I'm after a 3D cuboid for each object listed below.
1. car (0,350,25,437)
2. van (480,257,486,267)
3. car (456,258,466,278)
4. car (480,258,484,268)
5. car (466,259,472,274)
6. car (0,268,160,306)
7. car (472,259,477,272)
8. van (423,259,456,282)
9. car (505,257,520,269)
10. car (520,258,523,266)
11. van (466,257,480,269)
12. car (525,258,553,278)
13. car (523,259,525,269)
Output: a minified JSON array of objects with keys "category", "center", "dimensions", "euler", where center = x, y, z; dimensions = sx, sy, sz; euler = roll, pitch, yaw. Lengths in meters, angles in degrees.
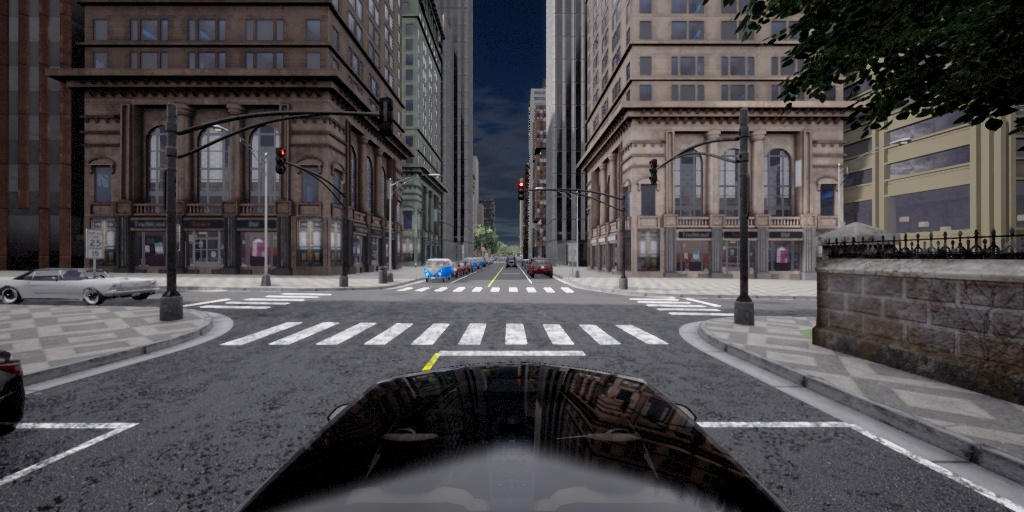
[{"category":"car","center":[-5.762,1.316,1.786],"dimensions":[1.948,1.339,4.313],"euler":[0,0,0]},{"category":"van","center":[-5.876,1.148,61.090],"dimensions":[1.690,1.789,3.998],"euler":[0,0,0]},{"category":"car","center":[-5.824,1.209,33.884],"dimensions":[1.967,1.591,4.097],"euler":[0,0,0]},{"category":"car","center":[-5.866,1.344,55.649],"dimensions":[1.888,1.381,4.507],"euler":[0,0,0]},{"category":"car","center":[-5.834,1.321,39.324],"dimensions":[1.888,1.381,4.507],"euler":[0,0,0]},{"category":"car","center":[-16.564,1.119,13.688],"dimensions":[4.718,1.301,1.895],"euler":[1,0,0]},{"category":"car","center":[-5.845,1.349,44.766],"dimensions":[1.948,1.339,4.313],"euler":[0,0,0]},{"category":"van","center":[-5.814,1.104,28.443],"dimensions":[1.690,1.789,3.998],"euler":[0,0,0]},{"category":"car","center":[-0.058,1.310,59.099],"dimensions":[1.837,1.490,4.892],"euler":[0,0,1]},{"category":"car","center":[2.660,1.350,55.672],"dimensions":[2.007,1.370,4.403],"euler":[0,0,0]},{"category":"van","center":[-5.855,1.132,50.207],"dimensions":[1.690,1.789,3.998],"euler":[0,0,0]},{"category":"car","center":[2.701,1.084,33.909],"dimensions":[2.192,1.841,5.009],"euler":[0,0,0]},{"category":"car","center":[2.691,1.090,39.350],"dimensions":[2.192,1.841,5.009],"euler":[0,0,0]}]
